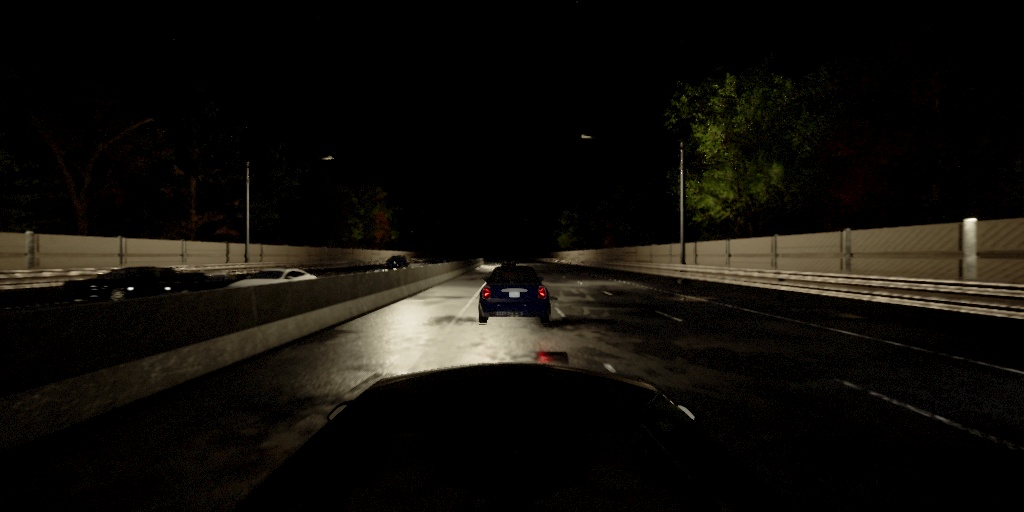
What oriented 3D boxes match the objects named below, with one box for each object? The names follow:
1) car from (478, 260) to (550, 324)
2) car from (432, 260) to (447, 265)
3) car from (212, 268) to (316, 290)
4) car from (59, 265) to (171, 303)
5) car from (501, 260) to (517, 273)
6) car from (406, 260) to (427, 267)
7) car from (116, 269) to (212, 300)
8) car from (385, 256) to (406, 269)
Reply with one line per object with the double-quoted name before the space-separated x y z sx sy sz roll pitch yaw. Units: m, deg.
"car" 0.054 1.105 12.197 2.097 1.767 4.553 0 0 0
"car" -11.450 1.310 57.335 2.033 1.411 5.357 0 0 -1
"car" -10.675 1.281 16.290 1.812 1.442 4.674 0 0 0
"car" -17.681 1.234 16.877 1.882 1.535 5.008 0 0 -1
"car" -0.439 1.267 44.296 1.837 1.490 4.892 0 0 -1
"car" -14.951 1.362 57.180 1.895 1.301 4.718 0 0 -1
"car" -14.173 1.357 16.126 1.895 1.301 4.718 0 0 0
"car" -18.454 0.982 57.391 2.150 2.045 5.566 0 0 -1
